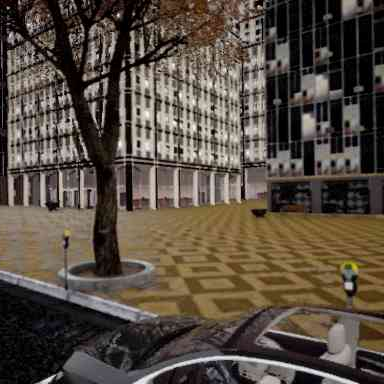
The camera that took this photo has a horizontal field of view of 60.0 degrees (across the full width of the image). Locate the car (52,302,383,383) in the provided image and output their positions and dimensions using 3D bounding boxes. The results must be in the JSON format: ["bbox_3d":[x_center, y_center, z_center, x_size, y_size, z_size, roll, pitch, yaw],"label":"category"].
[{"bbox_3d":[0.752,1.551,2.353,4.403,1.369,2.008,0,-1,36],"label":"car"}]
